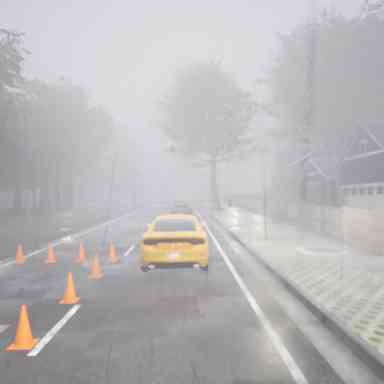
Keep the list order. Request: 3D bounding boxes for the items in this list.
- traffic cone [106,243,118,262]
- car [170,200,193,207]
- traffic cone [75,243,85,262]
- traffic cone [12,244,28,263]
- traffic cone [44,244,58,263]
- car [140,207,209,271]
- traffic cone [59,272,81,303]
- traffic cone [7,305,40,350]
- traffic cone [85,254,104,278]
[{"bbox_3d":[-2.627,1.969,10.940,0.340,0.580,0.340,-1,0,-1],"label":"traffic cone"},{"bbox_3d":[-0.906,1.477,29.192,2.128,1.511,4.902,-1,0,-1],"label":"car"},{"bbox_3d":[-3.626,1.978,10.918,0.340,0.580,0.340,-1,0,-1],"label":"traffic cone"},{"bbox_3d":[-5.625,1.996,10.876,0.340,0.580,0.340,-1,0,-1],"label":"traffic cone"},{"bbox_3d":[-4.625,1.987,10.897,0.340,0.580,0.340,-1,0,-1],"label":"traffic cone"},{"bbox_3d":[-0.516,1.472,10.960,1.882,1.535,5.008,-1,0,-1],"label":"car"},{"bbox_3d":[-2.541,1.972,6.940,0.340,0.580,0.340,-1,0,-1],"label":"traffic cone"},{"bbox_3d":[-2.498,1.973,4.941,0.340,0.580,0.340,-1,0,-1],"label":"traffic cone"},{"bbox_3d":[-2.583,1.970,8.940,0.340,0.580,0.340,-1,0,-1],"label":"traffic cone"}]
